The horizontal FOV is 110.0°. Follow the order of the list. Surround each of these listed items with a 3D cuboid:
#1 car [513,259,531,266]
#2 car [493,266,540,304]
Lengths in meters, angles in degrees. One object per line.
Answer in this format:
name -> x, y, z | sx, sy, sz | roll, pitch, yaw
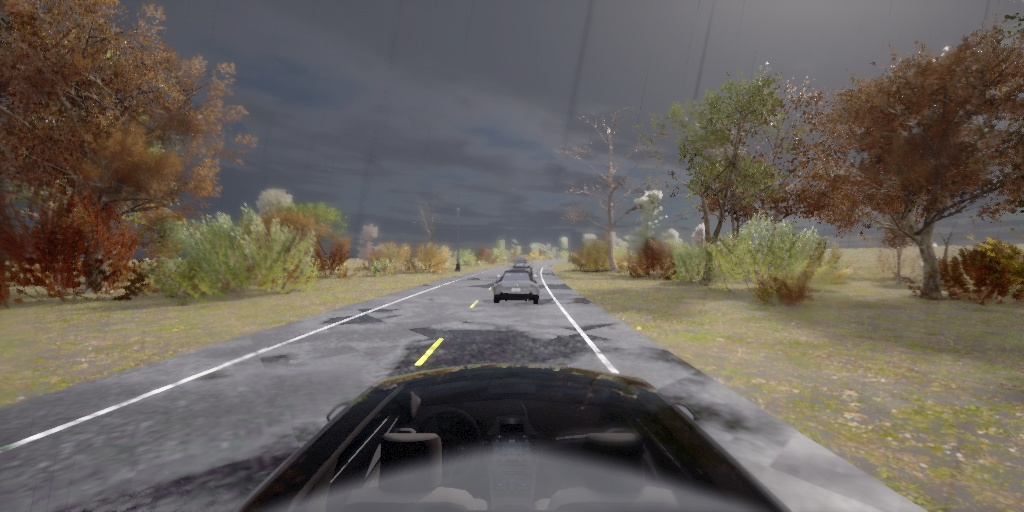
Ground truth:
car -> 0.894, 1.236, 31.331 | 2.128, 1.511, 4.902 | 0, 0, 3
car -> 0.223, 1.321, 16.399 | 1.994, 1.385, 4.181 | 0, 0, 2
